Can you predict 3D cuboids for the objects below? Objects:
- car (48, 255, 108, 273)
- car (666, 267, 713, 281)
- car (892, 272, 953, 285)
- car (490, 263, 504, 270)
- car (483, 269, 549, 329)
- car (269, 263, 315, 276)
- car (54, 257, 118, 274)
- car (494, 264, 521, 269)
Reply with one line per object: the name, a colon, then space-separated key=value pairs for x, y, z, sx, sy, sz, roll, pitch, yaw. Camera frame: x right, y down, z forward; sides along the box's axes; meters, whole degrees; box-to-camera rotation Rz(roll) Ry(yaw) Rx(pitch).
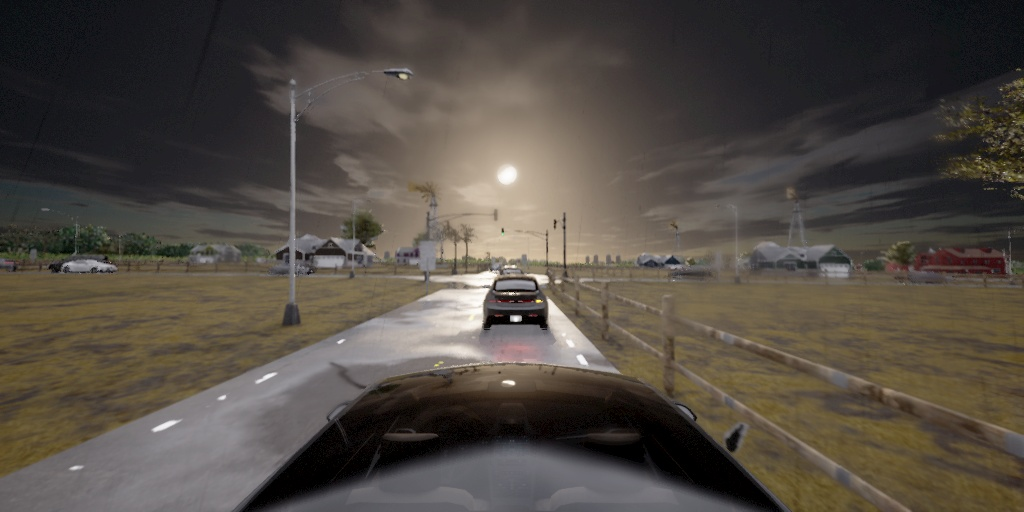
car: x=-49.867 y=0.923 z=41.474 sx=5.566 sy=2.045 sz=2.150 roll=0 pitch=-2 yaw=0
car: x=20.406 y=2.024 z=41.400 sx=5.008 sy=1.535 sz=1.882 roll=1 pitch=-2 yaw=0
car: x=47.246 y=2.553 z=41.302 sx=5.357 sy=1.411 sz=2.033 roll=1 pitch=-2 yaw=1
car: x=-2.803 y=1.990 z=62.315 sx=2.128 sy=1.511 sz=4.902 roll=0 pitch=-1 yaw=1
car: x=0.104 y=1.355 z=11.619 sx=1.837 sy=1.490 sz=4.892 roll=0 pitch=0 yaw=0
car: x=-23.128 y=1.388 z=37.811 sx=4.181 sy=1.385 sz=1.994 roll=1 pitch=-2 yaw=0
car: x=-44.596 y=1.134 z=37.876 sx=4.674 sy=1.442 sz=1.812 roll=0 pitch=-2 yaw=0
car: x=-0.095 y=1.488 z=23.757 sx=1.837 sy=1.490 sz=4.892 roll=0 pitch=-1 yaw=-3
